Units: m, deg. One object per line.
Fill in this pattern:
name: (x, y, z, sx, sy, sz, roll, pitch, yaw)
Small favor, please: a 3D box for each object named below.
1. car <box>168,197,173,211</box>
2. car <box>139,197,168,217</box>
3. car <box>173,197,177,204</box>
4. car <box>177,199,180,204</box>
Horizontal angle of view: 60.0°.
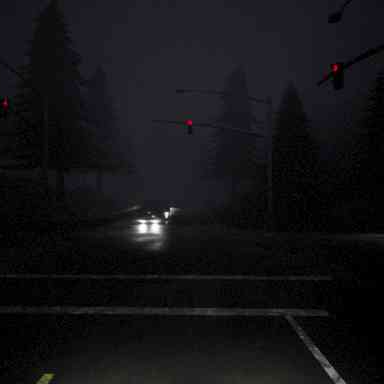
car: (-3.663, 1.478, 40.235, 1.882, 1.535, 5.008, 0, 0, 0)
car: (-3.664, 1.491, 30.732, 2.128, 1.511, 4.902, 0, 0, 0)
car: (-3.955, 1.491, 50.385, 2.128, 1.511, 4.902, 0, 0, -7)
car: (-4.122, 1.564, 61.576, 1.994, 1.385, 4.181, 0, 0, -39)
